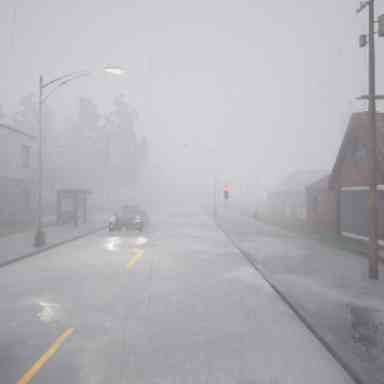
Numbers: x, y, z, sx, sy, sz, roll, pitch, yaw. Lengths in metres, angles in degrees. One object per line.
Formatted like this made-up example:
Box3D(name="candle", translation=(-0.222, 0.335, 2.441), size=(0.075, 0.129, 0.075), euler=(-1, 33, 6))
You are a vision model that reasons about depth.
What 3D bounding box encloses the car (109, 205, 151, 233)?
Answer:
Box3D(name="car", translation=(-4.051, 1.663, 22.165), size=(2.097, 1.767, 4.553), euler=(0, -1, 1))
